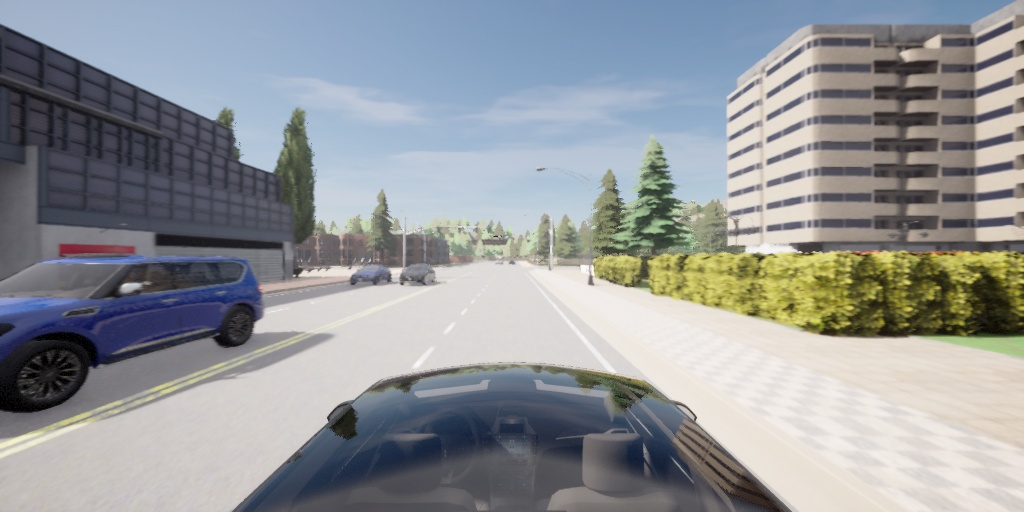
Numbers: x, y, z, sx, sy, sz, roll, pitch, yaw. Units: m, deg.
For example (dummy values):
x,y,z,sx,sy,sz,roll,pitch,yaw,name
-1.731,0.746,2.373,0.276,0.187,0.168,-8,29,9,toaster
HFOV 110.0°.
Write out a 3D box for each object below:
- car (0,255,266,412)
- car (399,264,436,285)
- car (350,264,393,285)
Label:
x,y,z,sx,sy,sz,roll,pitch,yaw,name
-7.095,0.988,6.455,2.150,2.045,5.566,0,-1,0,car
-7.006,1.365,26.971,1.837,1.490,4.892,0,-1,0,car
-10.504,1.369,27.152,1.812,1.442,4.674,0,0,0,car
